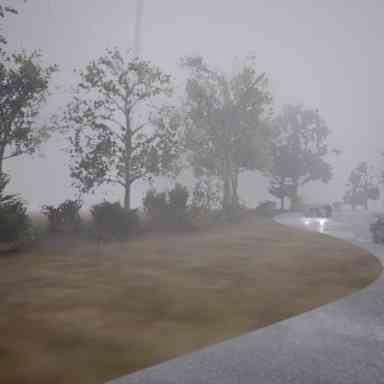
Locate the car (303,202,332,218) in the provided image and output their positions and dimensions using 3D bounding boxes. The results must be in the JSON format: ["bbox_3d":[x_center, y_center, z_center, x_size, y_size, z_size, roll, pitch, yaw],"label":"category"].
[{"bbox_3d":[11.332,1.564,29.944,1.994,1.385,4.181,0,0,30],"label":"car"}]

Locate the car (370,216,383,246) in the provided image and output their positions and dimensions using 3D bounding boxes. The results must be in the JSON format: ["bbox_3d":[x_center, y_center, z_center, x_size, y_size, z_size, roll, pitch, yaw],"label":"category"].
[{"bbox_3d":[8.205,1.600,12.707,1.895,1.301,4.718,0,0,19],"label":"car"}]
